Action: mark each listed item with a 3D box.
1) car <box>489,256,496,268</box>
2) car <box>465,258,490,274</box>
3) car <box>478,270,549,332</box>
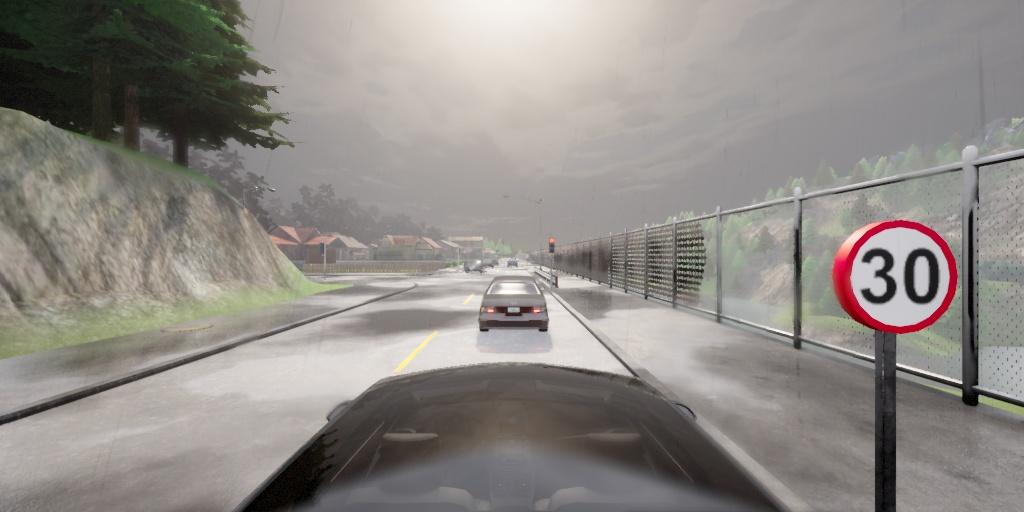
[{"bbox_3d":[-4.059,1.227,59.311,1.882,1.535,5.008,0,0,0],"label":"car"},{"bbox_3d":[-4.237,1.242,42.135,2.128,1.511,4.902,0,0,5],"label":"car"},{"bbox_3d":[0.052,1.297,10.835,2.033,1.411,5.357,0,0,0],"label":"car"}]
